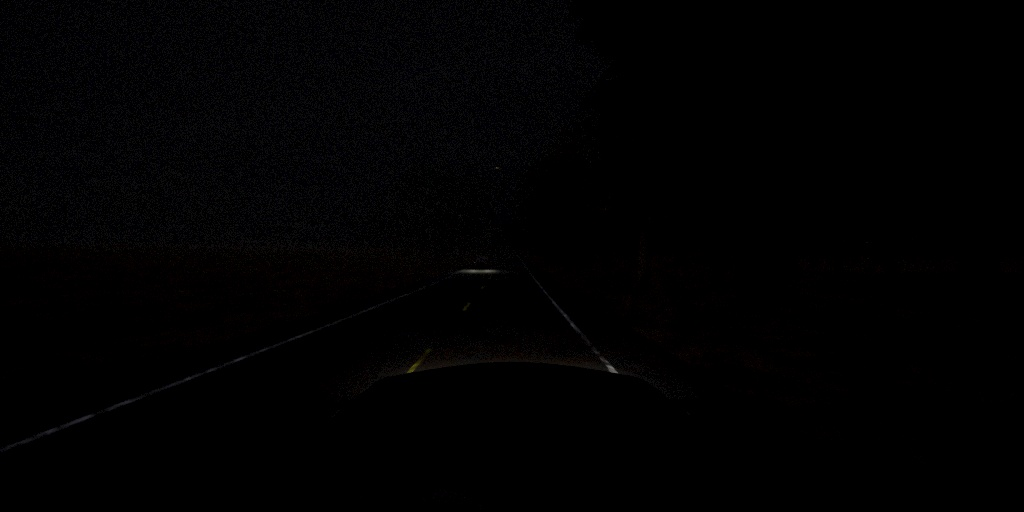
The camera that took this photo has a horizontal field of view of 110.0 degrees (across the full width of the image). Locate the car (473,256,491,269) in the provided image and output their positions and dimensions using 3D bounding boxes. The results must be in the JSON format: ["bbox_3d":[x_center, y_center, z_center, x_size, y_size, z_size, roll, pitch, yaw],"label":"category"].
[{"bbox_3d":[-3.482,0.709,42.500,1.882,1.535,5.008,0,1,0],"label":"car"}]
